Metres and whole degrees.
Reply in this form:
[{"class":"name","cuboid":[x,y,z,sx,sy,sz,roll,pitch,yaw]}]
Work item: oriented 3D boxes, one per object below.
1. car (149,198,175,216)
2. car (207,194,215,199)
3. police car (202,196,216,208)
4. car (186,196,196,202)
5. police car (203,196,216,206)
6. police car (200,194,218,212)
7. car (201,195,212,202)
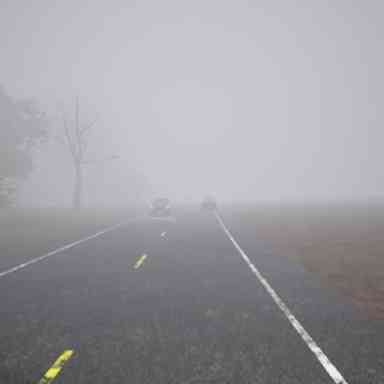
[{"class":"car","cuboid":[-2.908,1.360,32.659,2.097,1.767,4.553,0,0,2]},{"class":"car","cuboid":[5.491,1.357,95.183,1.812,1.442,4.674,0,0,7]},{"class":"police car","cuboid":[2.515,1.434,48.642,1.930,1.638,5.238,0,0,3]},{"class":"car","cuboid":[-0.136,1.519,74.244,1.994,1.385,4.181,0,0,5]},{"class":"police car","cuboid":[2.891,1.433,54.610,1.930,1.638,5.238,0,0,4]},{"class":"police car","cuboid":[1.984,1.434,38.690,1.930,1.638,5.238,0,0,3]},{"class":"car","cuboid":[3.240,1.431,72.991,2.033,1.411,5.357,0,0,5]}]
